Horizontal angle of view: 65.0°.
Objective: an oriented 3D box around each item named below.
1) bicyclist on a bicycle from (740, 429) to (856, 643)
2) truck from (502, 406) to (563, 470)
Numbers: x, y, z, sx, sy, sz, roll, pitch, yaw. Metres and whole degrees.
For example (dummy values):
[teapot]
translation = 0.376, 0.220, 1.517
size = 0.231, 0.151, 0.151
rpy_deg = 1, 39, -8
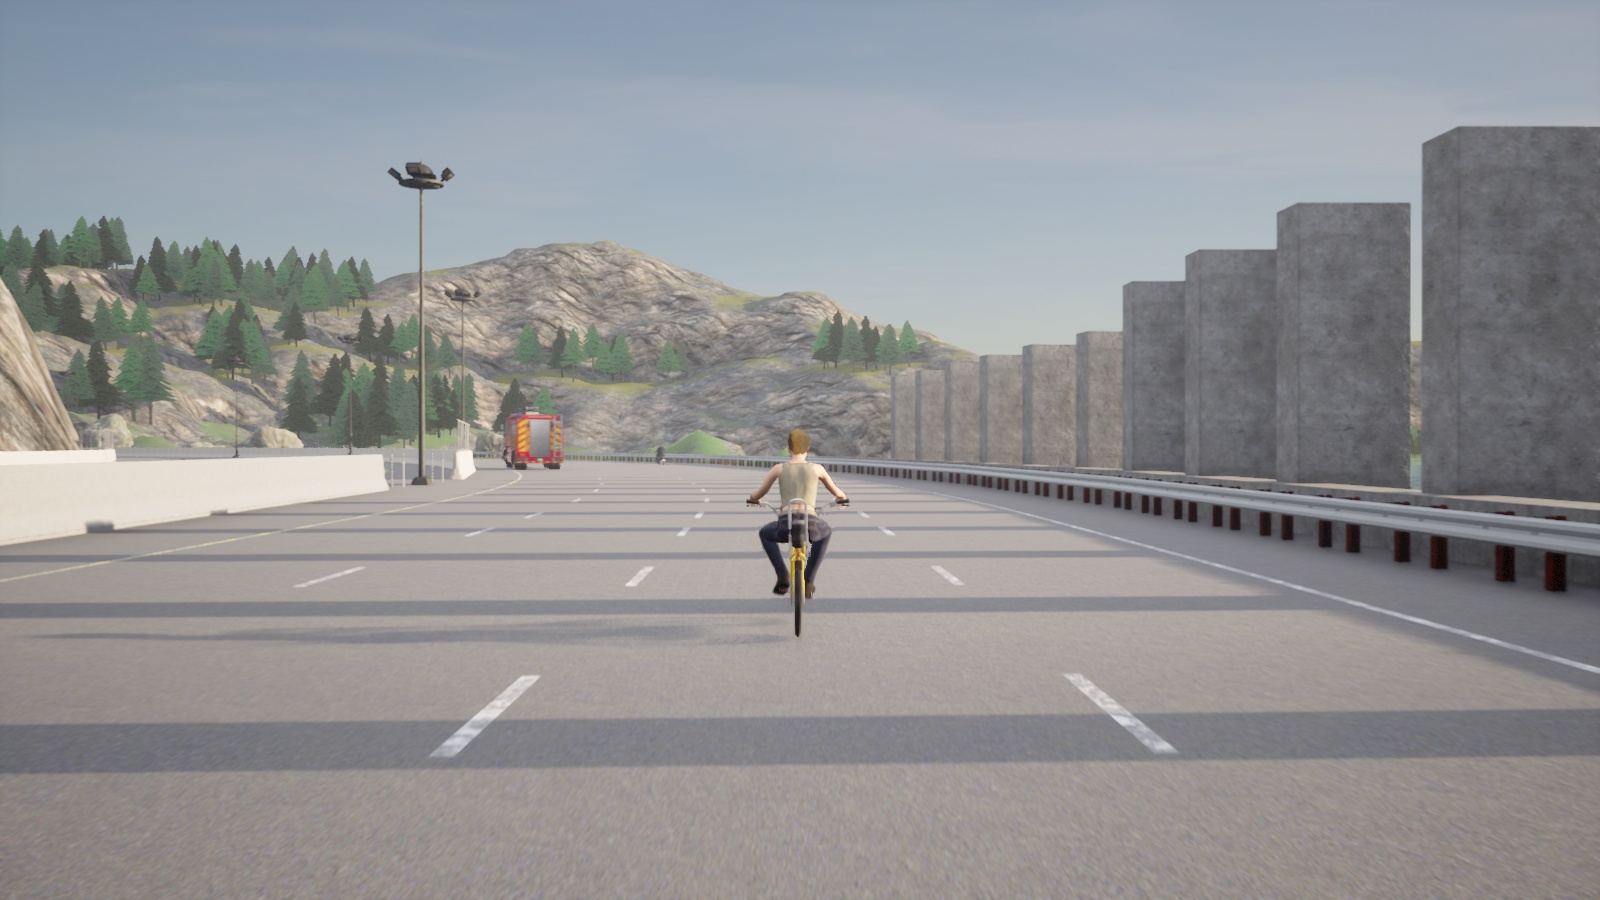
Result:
[bicyclist on a bicycle]
translation = -0.019, 0.642, 10.189
size = 0.866, 1.612, 1.509
rpy_deg = 0, 0, 0
[truck]
translation = -17.147, -0.755, 80.064
size = 2.891, 3.827, 8.468
rpy_deg = 0, 0, -19
